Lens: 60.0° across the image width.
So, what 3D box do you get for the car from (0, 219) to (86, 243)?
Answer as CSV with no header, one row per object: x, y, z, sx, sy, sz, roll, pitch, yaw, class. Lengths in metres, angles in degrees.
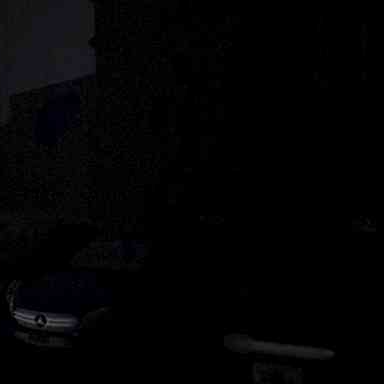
-3.698,1.471,8.050,2.097,1.535,5.008,1,0,15,car

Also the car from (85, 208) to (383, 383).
1.222,1.233,4.569,2.435,2.045,5.566,0,-1,16,car

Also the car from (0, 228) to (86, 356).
-1.237,1.520,6.290,2.002,1.452,4.674,1,0,16,car
